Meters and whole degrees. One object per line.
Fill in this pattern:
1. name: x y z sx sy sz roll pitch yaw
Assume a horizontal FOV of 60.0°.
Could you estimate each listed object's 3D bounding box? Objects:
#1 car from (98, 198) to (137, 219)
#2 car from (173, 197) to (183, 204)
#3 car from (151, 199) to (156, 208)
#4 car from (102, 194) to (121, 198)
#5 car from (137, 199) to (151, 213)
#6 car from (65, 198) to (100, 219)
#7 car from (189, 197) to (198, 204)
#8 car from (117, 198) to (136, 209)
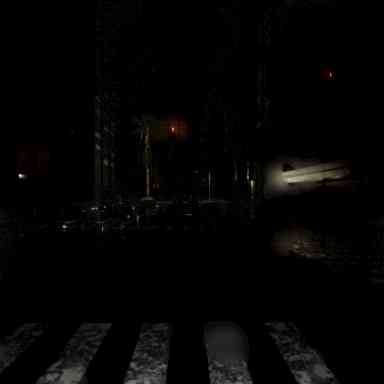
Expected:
1. car: -6.526 1.540 29.625 1.882 1.535 5.008 0 0 0
2. car: -2.970 1.783 69.833 1.994 1.385 4.181 0 0 0
3. car: -6.467 1.729 48.982 1.895 1.301 4.718 0 0 1
4. car: -9.753 1.315 39.838 2.150 2.045 5.566 0 0 0
5. car: -6.501 1.583 39.093 2.128 1.511 4.902 0 0 0
6. car: -9.772 1.540 29.892 1.882 1.535 5.008 0 0 0
7. car: 0.280 1.783 69.850 1.994 1.385 4.181 0 0 0
8. car: -9.710 1.696 49.798 1.994 1.385 4.181 0 0 0
